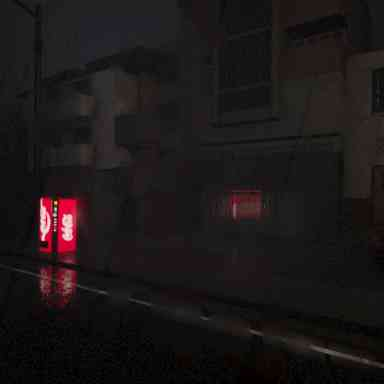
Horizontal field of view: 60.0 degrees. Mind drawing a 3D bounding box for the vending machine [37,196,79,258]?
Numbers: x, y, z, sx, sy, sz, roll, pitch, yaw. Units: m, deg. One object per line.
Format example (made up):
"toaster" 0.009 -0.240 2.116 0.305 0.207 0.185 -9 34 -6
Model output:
"vending machine" -4.838 1.193 12.043 0.880 2.100 1.100 1 0 35
